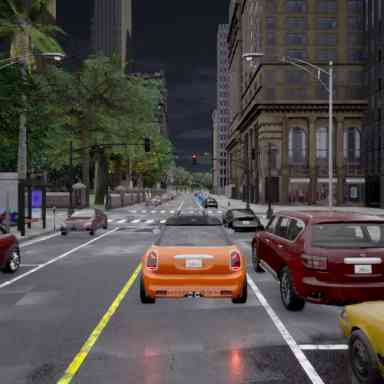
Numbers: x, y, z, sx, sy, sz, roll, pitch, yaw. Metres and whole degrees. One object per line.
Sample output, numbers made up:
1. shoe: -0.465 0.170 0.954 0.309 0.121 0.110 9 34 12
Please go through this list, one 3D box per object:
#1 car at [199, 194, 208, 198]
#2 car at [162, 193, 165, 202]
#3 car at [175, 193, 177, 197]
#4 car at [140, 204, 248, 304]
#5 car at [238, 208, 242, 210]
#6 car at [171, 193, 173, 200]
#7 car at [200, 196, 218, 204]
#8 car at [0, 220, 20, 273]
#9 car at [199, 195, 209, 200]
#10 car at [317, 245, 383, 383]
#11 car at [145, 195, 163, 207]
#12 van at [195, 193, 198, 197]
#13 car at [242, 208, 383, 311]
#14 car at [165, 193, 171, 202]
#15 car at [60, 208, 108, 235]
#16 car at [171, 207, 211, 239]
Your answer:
1. car: 2.472 1.493 56.002 1.752 1.417 4.829 0 0 0
2. car: -6.053 1.408 55.807 1.967 1.590 4.097 0 0 0
3. car: -6.252 1.229 93.749 2.192 1.841 5.009 0 0 0
4. car: 0.033 1.350 8.326 2.097 1.767 4.553 0 0 0
5. car: 2.668 1.560 18.555 1.947 1.339 4.313 0 0 0
6. car: -6.167 1.256 77.488 2.192 1.841 5.009 0 0 0
7. car: 2.530 1.543 44.992 1.947 1.339 4.313 0 0 0
8. car: -5.801 1.438 7.676 1.967 1.590 4.097 0 0 0
9. car: 2.501 1.539 50.412 1.947 1.339 4.313 0 0 0
10. car: 2.753 1.525 2.450 1.752 1.417 4.829 0 0 0
11. car: -6.024 1.523 50.387 2.008 1.369 4.403 0 0 0
12. van: 2.330 1.274 82.934 1.690 1.788 3.998 0 0 0
13. car: 2.724 1.313 7.705 2.192 1.841 5.009 0 0 0
14. car: -6.138 1.389 72.068 1.967 1.590 4.097 0 0 0
15. car: -5.857 1.576 18.528 1.802 1.307 4.206 0 0 0
16. car: -0.030 1.595 18.145 1.895 1.301 4.718 0 0 0
